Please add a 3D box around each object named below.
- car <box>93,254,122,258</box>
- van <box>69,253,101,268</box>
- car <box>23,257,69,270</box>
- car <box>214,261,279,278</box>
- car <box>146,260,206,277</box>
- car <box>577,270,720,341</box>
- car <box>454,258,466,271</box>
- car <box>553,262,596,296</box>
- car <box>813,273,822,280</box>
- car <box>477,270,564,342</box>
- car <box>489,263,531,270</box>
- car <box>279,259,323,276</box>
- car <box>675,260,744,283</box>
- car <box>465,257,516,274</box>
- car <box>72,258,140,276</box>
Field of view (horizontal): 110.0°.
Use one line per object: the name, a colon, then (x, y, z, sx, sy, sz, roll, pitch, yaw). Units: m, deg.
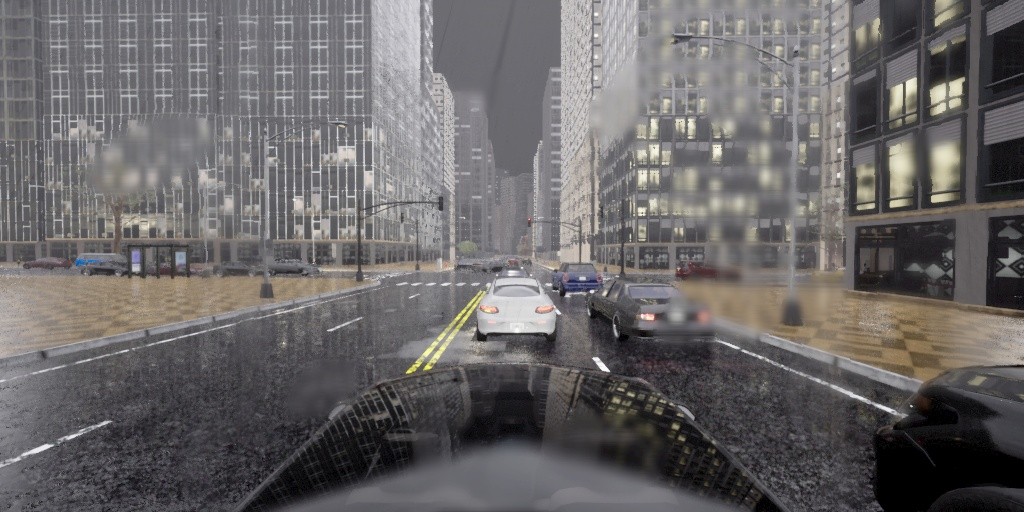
car: (-35.136, 0.929, 33.270, 5.008, 1.535, 1.882, 1, 1, 1)
van: (-45.256, 0.605, 39.285, 3.998, 1.789, 1.690, 0, 0, 1)
car: (-50.938, 0.793, 39.405, 4.207, 1.307, 1.802, 0, 0, 1)
car: (-22.707, 1.174, 30.299, 4.313, 1.339, 1.948, 0, 0, 1)
car: (-28.391, 1.138, 30.437, 4.207, 1.307, 1.802, 0, 0, 1)
car: (3.359, 1.294, 9.810, 2.033, 1.411, 5.357, 0, 0, 0)
car: (-6.584, 1.068, 49.272, 2.097, 1.767, 4.553, 0, 0, 1)
car: (3.364, 1.093, 19.195, 2.097, 1.767, 4.553, 0, 0, 0)
car: (27.665, 1.579, 29.533, 4.829, 1.417, 1.751, 0, 0, 1)
car: (0.106, 1.272, 9.671, 1.812, 1.442, 4.674, 0, 0, 0)
car: (0.114, 1.288, 18.916, 2.033, 1.411, 5.357, 0, 0, 0)
car: (-20.000, 1.077, 32.950, 4.902, 1.511, 2.128, 1, 1, 1)
car: (16.217, 1.269, 29.739, 5.009, 1.841, 2.192, 0, 0, 1)
car: (-2.203, 1.148, 38.440, 2.128, 1.511, 4.902, 1, 1, 39)
car: (-34.072, 1.069, 30.615, 4.313, 1.339, 1.948, 0, 0, 1)
